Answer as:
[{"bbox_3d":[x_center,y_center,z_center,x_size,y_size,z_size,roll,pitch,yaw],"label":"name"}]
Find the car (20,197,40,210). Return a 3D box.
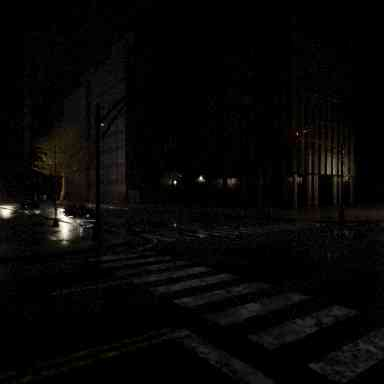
[{"bbox_3d":[-25.874,1.775,52.948,2.150,2.045,5.566,0,0,-36],"label":"car"}]

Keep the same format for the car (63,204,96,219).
[{"bbox_3d":[-11.038,1.835,32.483,2.033,1.411,5.357,0,-1,-36],"label":"car"}]
